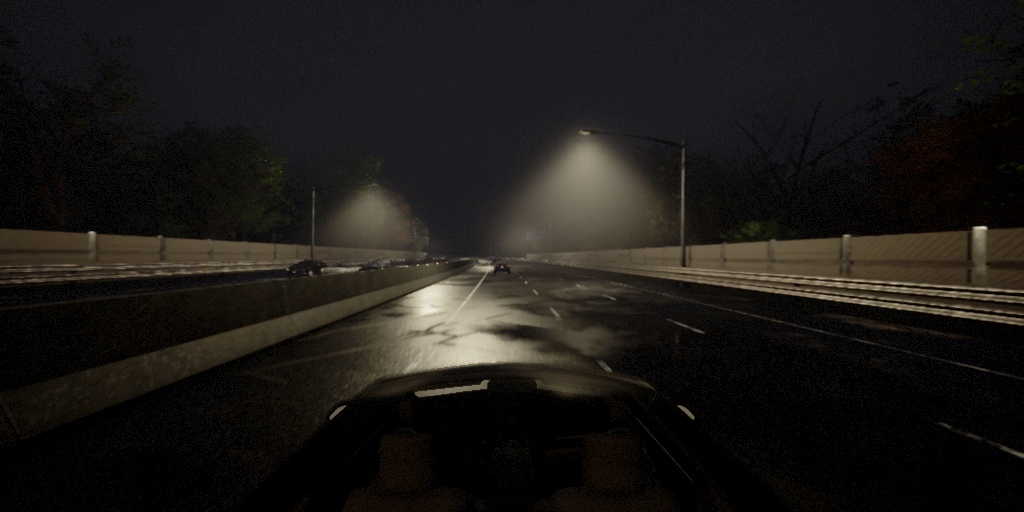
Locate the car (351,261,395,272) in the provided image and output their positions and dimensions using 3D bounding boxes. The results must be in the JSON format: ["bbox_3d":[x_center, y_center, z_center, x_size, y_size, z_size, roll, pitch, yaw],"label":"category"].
[{"bbox_3d":[-11.343,1.169,30.385,2.128,1.511,4.902,1,0,-2],"label":"car"}]

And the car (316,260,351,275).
[{"bbox_3d":[-14.880,1.243,31.518,1.895,1.301,4.718,1,0,-2],"label":"car"}]

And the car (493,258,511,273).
[{"bbox_3d":[-1.194,1.310,43.124,2.163,1.488,4.792,1,0,-2],"label":"car"}]

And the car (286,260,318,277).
[{"bbox_3d":[-18.417,1.113,32.603,1.837,1.490,4.892,1,-1,-2],"label":"car"}]
